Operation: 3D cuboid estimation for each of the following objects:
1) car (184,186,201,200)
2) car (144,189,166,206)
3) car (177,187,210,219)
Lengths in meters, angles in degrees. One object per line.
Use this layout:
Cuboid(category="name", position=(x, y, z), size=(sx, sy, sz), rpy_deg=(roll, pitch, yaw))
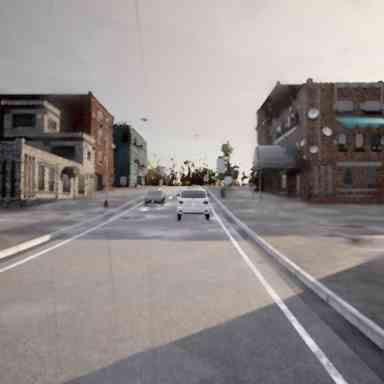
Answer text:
Cuboid(category="car", position=(0.101, 0.045, 42.240), size=(2.033, 1.411, 5.357), rpy_deg=(0, 3, 0))
Cuboid(category="car", position=(-3.594, 0.529, 32.784), size=(1.837, 1.490, 4.892), rpy_deg=(0, 3, 0))
Cuboid(category="car", position=(0.101, 0.714, 23.573), size=(2.150, 2.045, 5.566), rpy_deg=(0, 3, 0))
